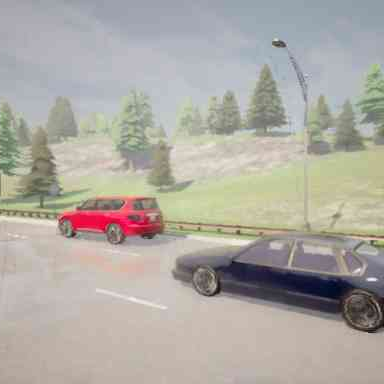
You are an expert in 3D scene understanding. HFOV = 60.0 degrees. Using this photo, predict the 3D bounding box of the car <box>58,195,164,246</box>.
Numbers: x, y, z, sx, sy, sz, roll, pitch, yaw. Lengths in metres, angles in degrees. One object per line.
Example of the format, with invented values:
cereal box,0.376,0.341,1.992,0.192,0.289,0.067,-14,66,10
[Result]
car,-3.803,1.174,15.307,5.566,2.045,2.150,0,0,36

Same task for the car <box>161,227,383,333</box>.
car,2.137,1.539,6.779,5.357,1.411,2.033,0,0,35
